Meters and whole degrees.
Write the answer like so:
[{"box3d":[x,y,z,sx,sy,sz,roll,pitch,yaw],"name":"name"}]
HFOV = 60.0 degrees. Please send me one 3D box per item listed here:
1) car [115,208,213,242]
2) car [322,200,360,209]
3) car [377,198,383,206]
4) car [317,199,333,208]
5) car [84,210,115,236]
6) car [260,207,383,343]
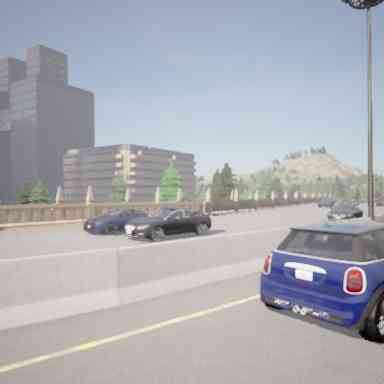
[{"box3d":[-1.080,1.563,16.915,4.902,1.511,2.128,0,0,-42],"name":"car"},{"box3d":[11.865,1.599,25.506,1.812,1.442,4.674,0,0,39],"name":"car"},{"box3d":[33.594,1.697,58.163,2.033,1.411,5.357,-1,0,33],"name":"car"},{"box3d":[20.781,1.732,51.216,2.033,1.411,5.357,-1,0,33],"name":"car"},{"box3d":[-3.976,1.654,19.015,4.181,1.385,1.994,0,0,-42],"name":"car"},{"box3d":[3.462,1.365,6.759,4.553,1.767,2.097,0,0,-39],"name":"car"}]
